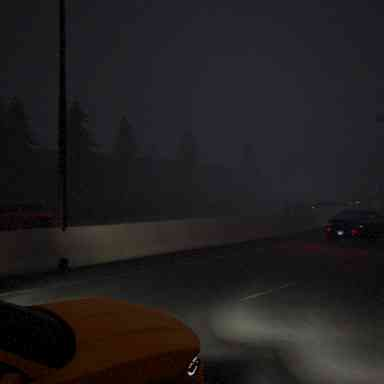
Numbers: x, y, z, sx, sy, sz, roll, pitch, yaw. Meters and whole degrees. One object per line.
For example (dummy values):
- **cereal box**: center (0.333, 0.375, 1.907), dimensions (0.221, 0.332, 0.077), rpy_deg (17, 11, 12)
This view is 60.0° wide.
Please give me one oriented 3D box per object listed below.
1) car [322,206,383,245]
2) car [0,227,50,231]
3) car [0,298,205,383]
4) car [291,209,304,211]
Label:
- **car**: center (7.833, 1.504, 15.454), dimensions (4.674, 1.442, 1.812), rpy_deg (0, 0, -44)
- **car**: center (-10.214, 1.386, 18.446), dimensions (4.553, 1.767, 2.097), rpy_deg (0, 0, -38)
- **car**: center (-2.173, 1.485, 2.331), dimensions (5.008, 1.535, 1.882), rpy_deg (0, 0, -36)
- **car**: center (11.505, 1.534, 36.302), dimensions (1.994, 1.385, 4.181), rpy_deg (0, 0, 35)
